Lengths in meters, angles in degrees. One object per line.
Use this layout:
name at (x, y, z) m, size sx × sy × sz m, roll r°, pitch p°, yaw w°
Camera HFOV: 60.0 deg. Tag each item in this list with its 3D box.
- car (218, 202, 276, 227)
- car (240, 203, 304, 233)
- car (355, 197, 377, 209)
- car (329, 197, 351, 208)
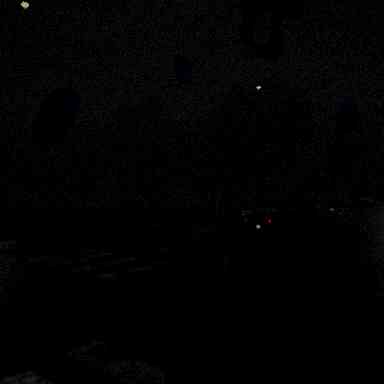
car at (3.811, 1.433, 22.355) m, size 1.895 × 1.301 × 4.718 m, roll 0°, pitch 0°, yaw 36°
car at (4.666, 1.446, 18.545) m, size 1.895 × 1.301 × 4.718 m, roll 0°, pitch 0°, yaw 36°
car at (21.886, 1.341, 41.871) m, size 1.812 × 1.442 × 4.674 m, roll 0°, pitch 0°, yaw 36°
car at (19.227, 1.373, 43.103) m, size 1.994 × 1.385 × 4.181 m, roll 0°, pitch 0°, yaw 37°
